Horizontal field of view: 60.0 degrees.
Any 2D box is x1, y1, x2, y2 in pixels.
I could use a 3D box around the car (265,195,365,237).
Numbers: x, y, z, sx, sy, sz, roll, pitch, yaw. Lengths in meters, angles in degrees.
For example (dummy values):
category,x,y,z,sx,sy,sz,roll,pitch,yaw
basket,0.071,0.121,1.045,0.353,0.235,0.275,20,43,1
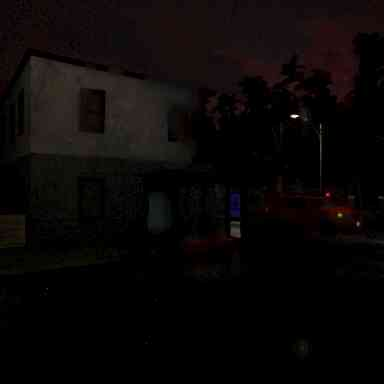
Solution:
category,x,y,z,sx,sy,sz,roll,pitch,yaw
car,6.616,1.221,18.647,2.150,2.045,5.566,0,0,-35
